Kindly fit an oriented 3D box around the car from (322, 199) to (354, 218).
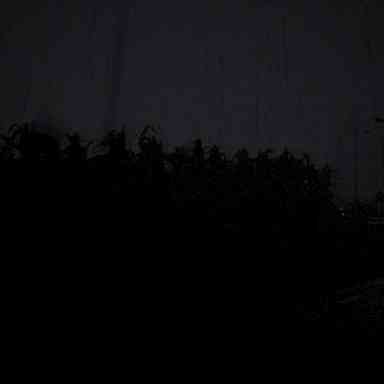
[{"bbox_3d":[11.587,1.366,28.822,2.097,1.767,4.553,0,0,-36],"label":"car"}]
